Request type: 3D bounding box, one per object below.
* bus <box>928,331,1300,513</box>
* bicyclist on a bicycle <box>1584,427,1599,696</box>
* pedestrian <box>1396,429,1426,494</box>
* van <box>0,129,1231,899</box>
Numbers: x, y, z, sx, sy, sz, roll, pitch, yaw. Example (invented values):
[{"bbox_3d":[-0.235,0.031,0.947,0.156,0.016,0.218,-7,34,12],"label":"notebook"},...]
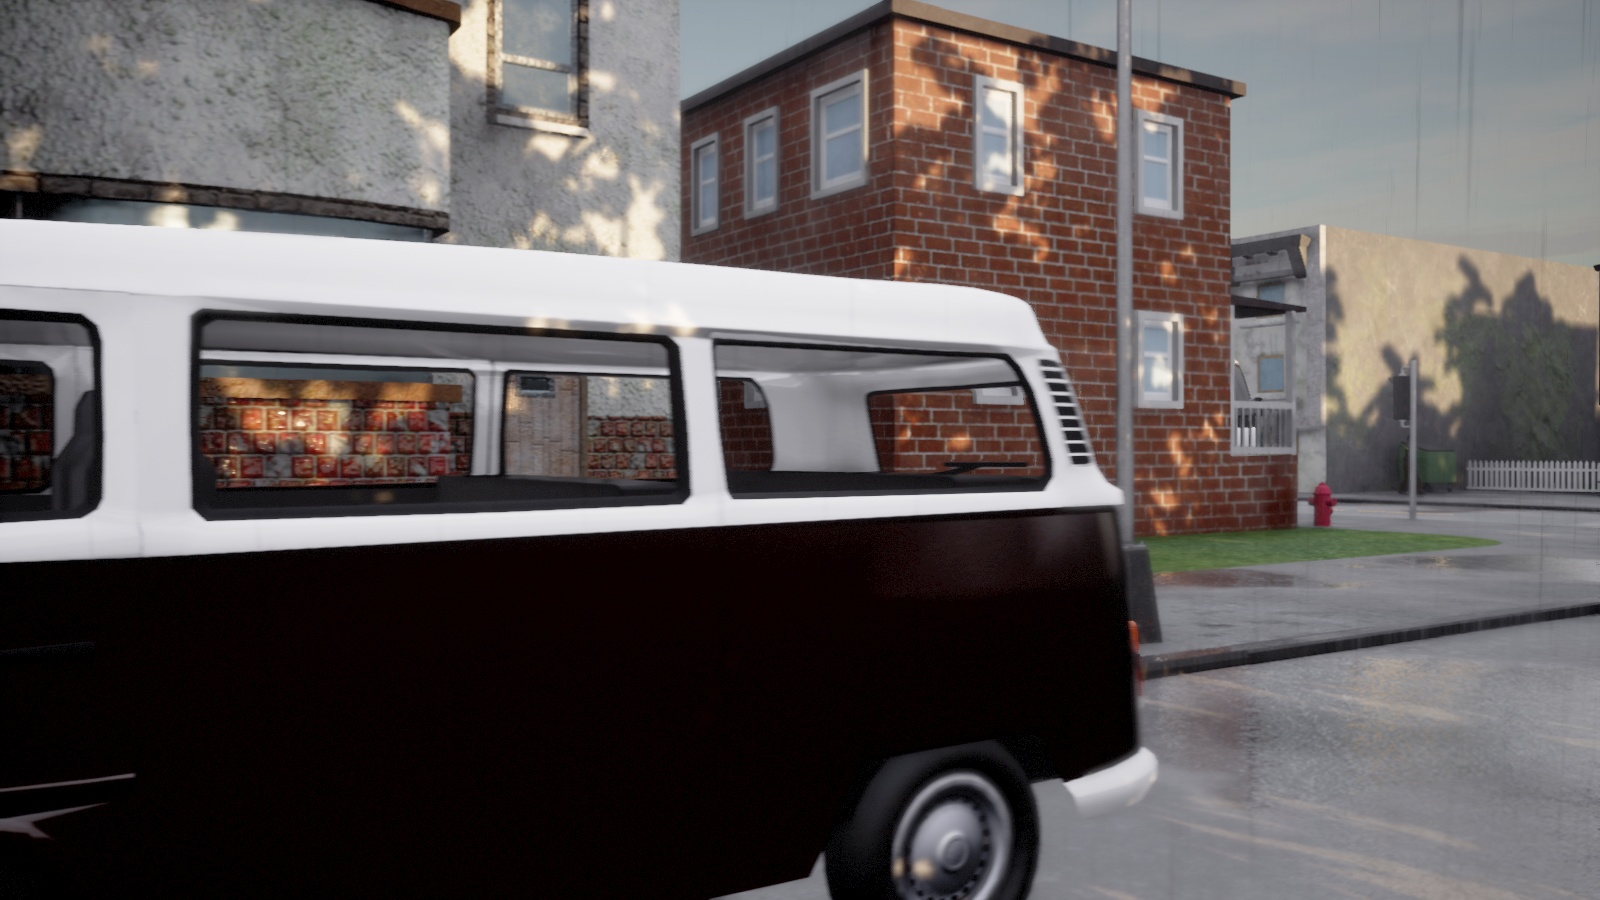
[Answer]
[{"bbox_3d":[8.222,-0.689,34.926,3.944,4.253,10.273,-1,0,-30],"label":"bus"},{"bbox_3d":[5.629,0.665,7.803,1.656,1.620,0.582,-1,0,-31],"label":"bicyclist on a bicycle"},{"bbox_3d":[18.313,0.345,37.622,0.395,1.930,0.692,0,0,-38],"label":"pedestrian"},{"bbox_3d":[-1.108,0.475,3.523,4.480,2.038,2.069,0,0,-34],"label":"van"}]
